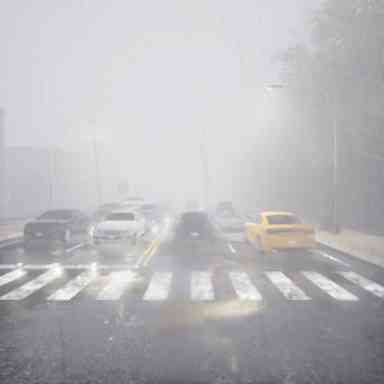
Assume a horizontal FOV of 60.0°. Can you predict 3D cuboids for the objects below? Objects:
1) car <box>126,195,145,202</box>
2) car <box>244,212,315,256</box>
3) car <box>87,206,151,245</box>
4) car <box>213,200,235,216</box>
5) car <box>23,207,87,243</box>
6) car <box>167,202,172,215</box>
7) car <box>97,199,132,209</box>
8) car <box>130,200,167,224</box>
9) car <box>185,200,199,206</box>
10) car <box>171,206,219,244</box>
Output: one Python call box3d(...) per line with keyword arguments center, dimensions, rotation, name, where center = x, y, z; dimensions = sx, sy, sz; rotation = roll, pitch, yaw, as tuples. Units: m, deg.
box3d(center=(-6.486, 1.391, 37.791), dimensions=(2.150, 2.045, 5.566), rotation=(0, 0, 0), name="car")
box3d(center=(3.355, 1.539, 13.542), dimensions=(1.882, 1.535, 5.008), rotation=(0, 0, 0), name="car")
box3d(center=(-3.332, 1.599, 16.110), dimensions=(1.812, 1.442, 4.674), rotation=(0, 0, 0), name="car")
box3d(center=(3.364, 1.662, 35.060), dimensions=(1.837, 1.490, 4.892), rotation=(0, 0, 0), name="car")
box3d(center=(-6.582, 1.554, 16.788), dimensions=(1.882, 1.535, 5.008), rotation=(0, 0, 0), name="car")
box3d(center=(-3.237, 1.764, 36.319), dimensions=(1.895, 1.301, 4.718), rotation=(0, 0, 0), name="car")
box3d(center=(-6.560, 1.600, 27.168), dimensions=(1.882, 1.535, 5.008), rotation=(0, 0, 0), name="car")
box3d(center=(-3.321, 1.643, 26.159), dimensions=(1.812, 1.442, 4.674), rotation=(0, 0, 1), name="car")
box3d(center=(0.017, 1.809, 46.483), dimensions=(1.895, 1.301, 4.718), rotation=(0, 0, 0), name="car")
box3d(center=(0.107, 1.598, 16.081), dimensions=(1.812, 1.442, 4.674), rotation=(0, 0, 0), name="car")
